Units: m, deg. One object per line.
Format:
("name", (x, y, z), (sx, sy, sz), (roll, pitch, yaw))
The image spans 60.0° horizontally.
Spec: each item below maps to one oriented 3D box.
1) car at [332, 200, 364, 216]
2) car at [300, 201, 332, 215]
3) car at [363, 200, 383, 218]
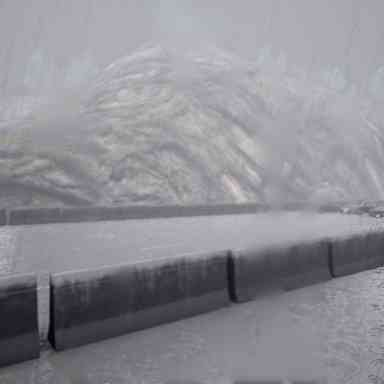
("car", (16.550, 1.560, 32.973), (4.902, 1.511, 2.128), (0, 0, -35))
("car", (13.814, 1.614, 35.324), (5.357, 1.411, 2.033), (0, 0, -35))
("car", (17.856, 1.614, 29.611), (5.357, 1.411, 2.033), (0, 0, -35))
